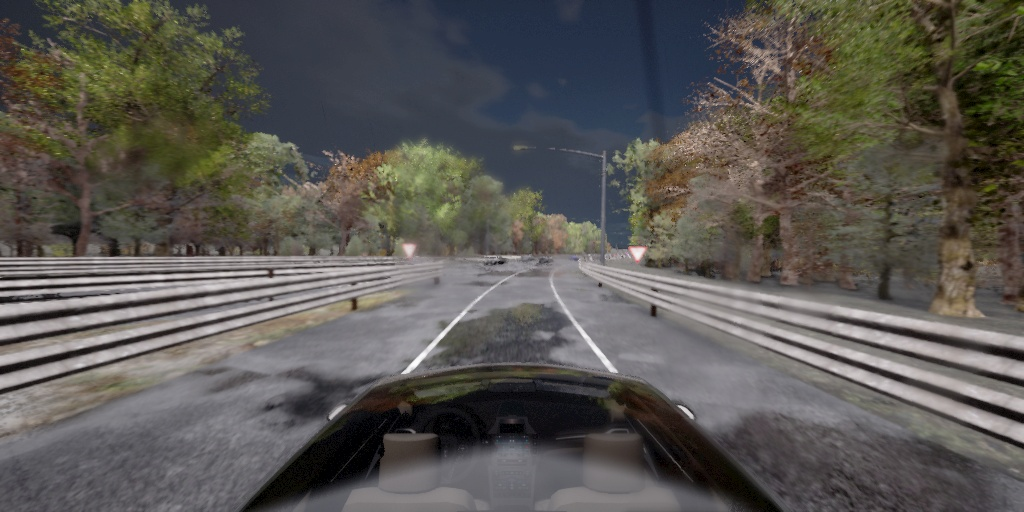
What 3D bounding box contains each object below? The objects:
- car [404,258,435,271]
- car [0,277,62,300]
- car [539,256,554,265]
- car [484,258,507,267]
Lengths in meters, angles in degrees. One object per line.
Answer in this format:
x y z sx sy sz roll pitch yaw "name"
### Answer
-9.120 0.905 36.215 1.994 1.385 4.181 1 1 22 "car"
-16.053 1.024 9.832 1.812 1.442 4.674 1 1 22 "car"
6.247 0.811 64.763 1.837 1.490 4.892 1 1 22 "car"
-2.334 0.880 52.930 1.895 1.301 4.718 1 1 22 "car"
